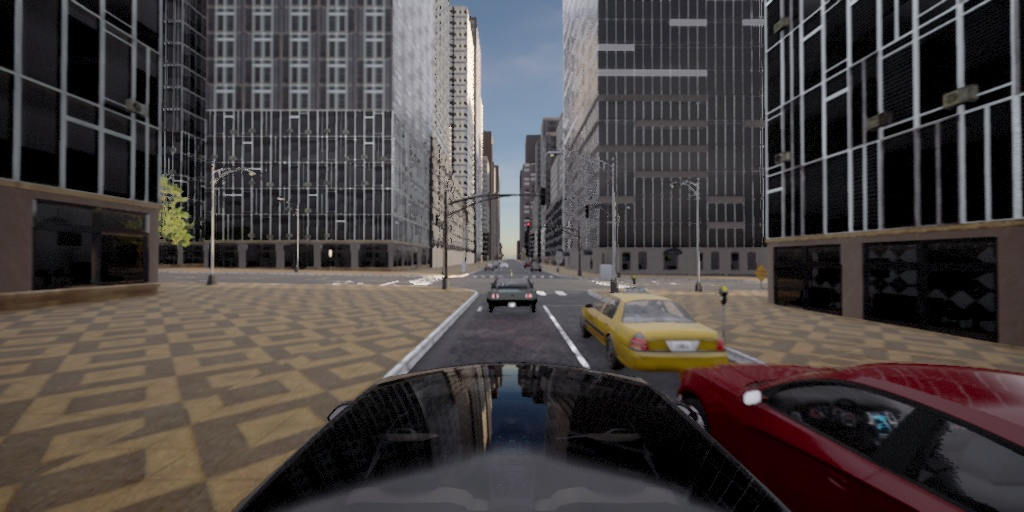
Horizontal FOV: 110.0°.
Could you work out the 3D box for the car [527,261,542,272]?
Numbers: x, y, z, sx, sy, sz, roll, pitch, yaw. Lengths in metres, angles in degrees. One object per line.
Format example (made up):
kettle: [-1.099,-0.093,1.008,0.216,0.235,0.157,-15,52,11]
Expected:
car: [3.889,1.933,58.629,1.948,1.339,4.313,0,0,0]

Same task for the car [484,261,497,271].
car: [-4.069,2.005,64.113,1.802,1.307,4.207,0,0,0]

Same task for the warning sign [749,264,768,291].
warning sign: [17.270,1.449,24.840,1.060,1.860,1.300,0,0,-3]

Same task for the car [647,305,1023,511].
car: [2.565,1.298,1.977,1.888,1.381,4.507,0,0,0]

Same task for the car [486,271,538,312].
car: [0.022,1.493,15.090,1.895,1.301,4.718,0,-1,0]

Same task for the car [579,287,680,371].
car: [2.567,1.337,7.698,1.751,1.417,4.829,0,0,0]
